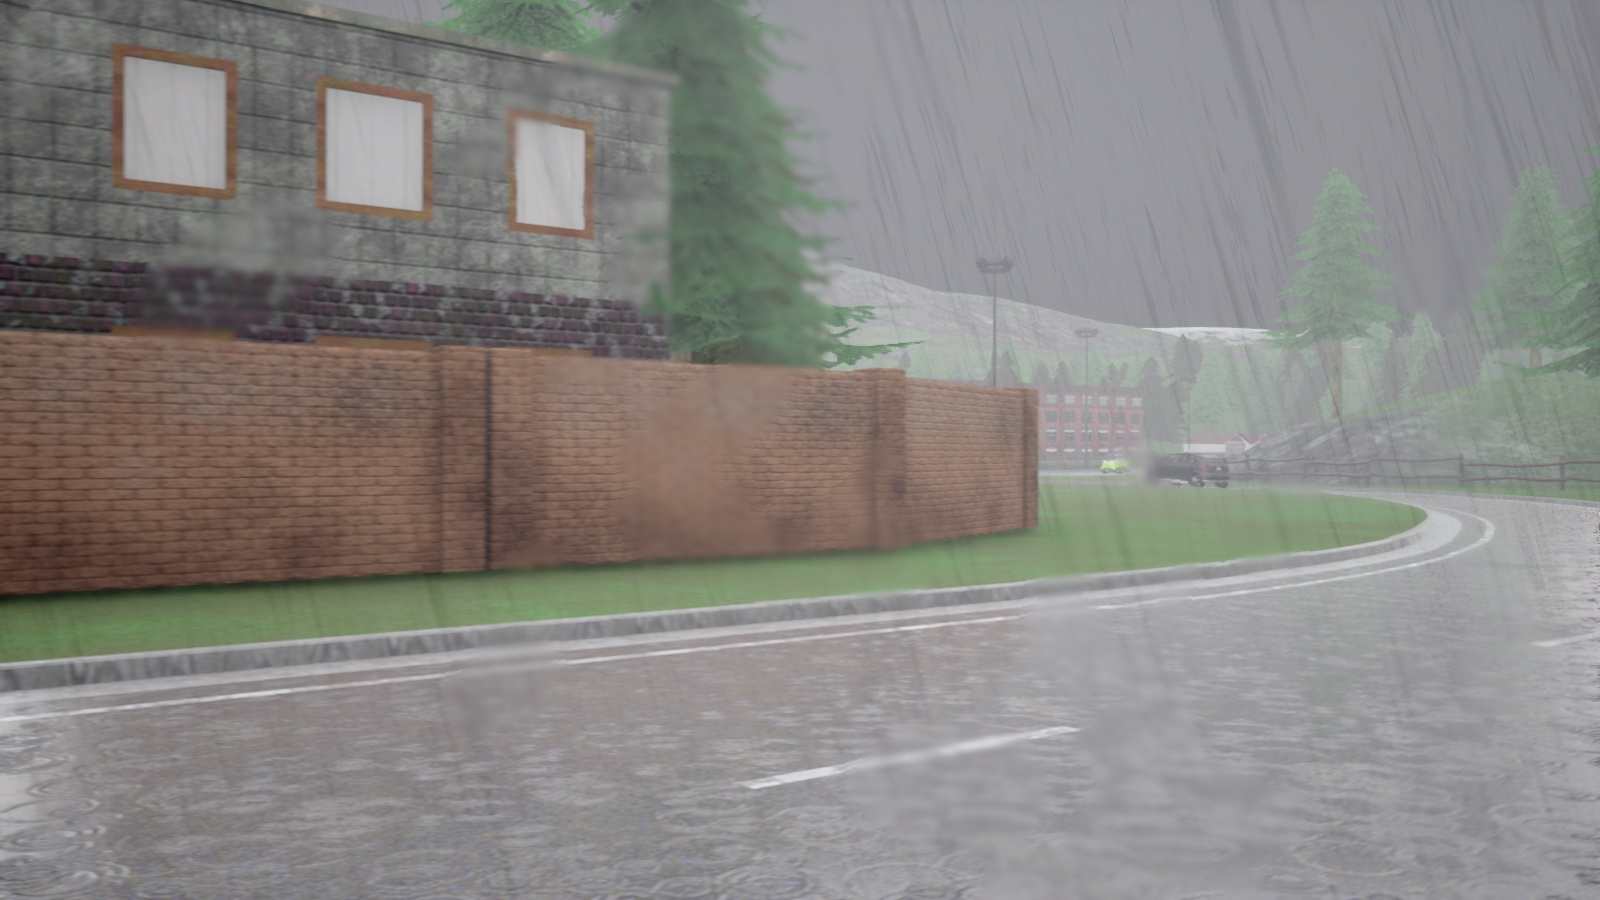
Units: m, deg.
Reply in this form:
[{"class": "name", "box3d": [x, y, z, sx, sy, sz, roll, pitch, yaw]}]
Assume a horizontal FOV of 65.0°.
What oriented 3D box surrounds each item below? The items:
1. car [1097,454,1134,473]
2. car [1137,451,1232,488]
[{"class": "car", "box3d": [23.032, 0.975, 91.658, 2.207, 1.376, 1.481, 0, 0, -35]}, {"class": "car", "box3d": [16.657, 0.822, 54.569, 1.789, 1.549, 3.705, 0, 0, -31]}]
